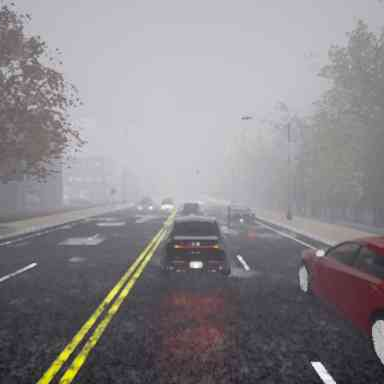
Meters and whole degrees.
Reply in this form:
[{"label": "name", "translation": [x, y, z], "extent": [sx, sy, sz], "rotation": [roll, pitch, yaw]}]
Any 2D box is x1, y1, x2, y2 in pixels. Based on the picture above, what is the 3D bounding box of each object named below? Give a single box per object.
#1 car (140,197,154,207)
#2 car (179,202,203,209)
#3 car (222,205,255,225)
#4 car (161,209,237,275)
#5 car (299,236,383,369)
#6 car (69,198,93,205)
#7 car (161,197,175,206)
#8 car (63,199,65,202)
[{"label": "car", "translation": [-7.067, 1.459, 52.446], "extent": [1.882, 1.535, 5.008], "rotation": [0, 0, -1]}, {"label": "car", "translation": [-0.063, 1.516, 26.706], "extent": [1.812, 1.442, 4.674], "rotation": [0, 0, -1]}, {"label": "car", "translation": [3.237, 1.592, 24.194], "extent": [1.895, 1.301, 4.718], "rotation": [0, 0, -1]}, {"label": "car", "translation": [0.100, 1.501, 10.405], "extent": [1.837, 1.490, 4.892], "rotation": [0, 0, 0]}, {"label": "car", "translation": [3.343, 1.476, 5.585], "extent": [1.882, 1.535, 5.008], "rotation": [0, 0, 0]}, {"label": "car", "translation": [-20.662, 1.794, 61.990], "extent": [4.313, 1.339, 1.947], "rotation": [-1, 1, -1]}, {"label": "car", "translation": [-3.825, 1.546, 53.568], "extent": [1.994, 1.385, 4.181], "rotation": [0, 0, -1]}, {"label": "car", "translation": [-29.129, 1.787, 70.368], "extent": [4.403, 1.369, 2.008], "rotation": [-1, 1, -1]}]
